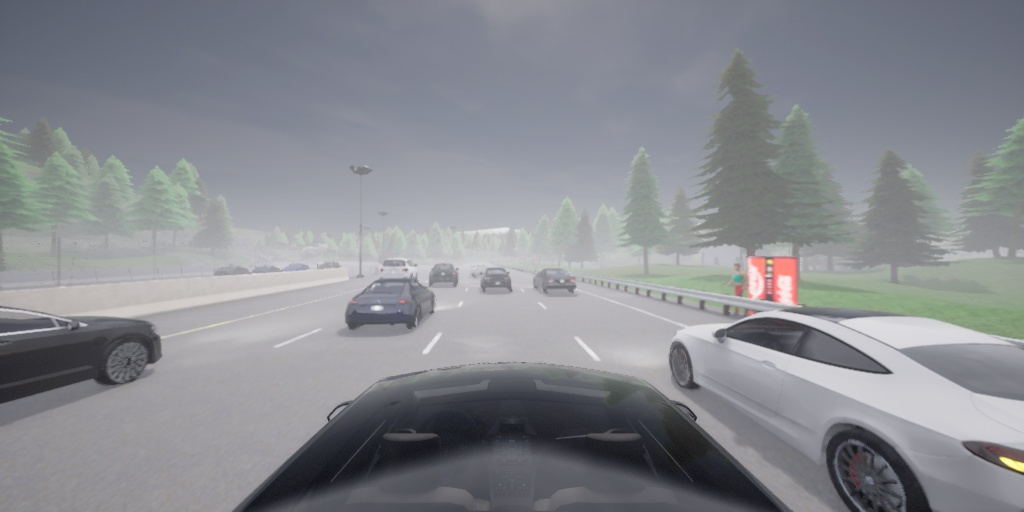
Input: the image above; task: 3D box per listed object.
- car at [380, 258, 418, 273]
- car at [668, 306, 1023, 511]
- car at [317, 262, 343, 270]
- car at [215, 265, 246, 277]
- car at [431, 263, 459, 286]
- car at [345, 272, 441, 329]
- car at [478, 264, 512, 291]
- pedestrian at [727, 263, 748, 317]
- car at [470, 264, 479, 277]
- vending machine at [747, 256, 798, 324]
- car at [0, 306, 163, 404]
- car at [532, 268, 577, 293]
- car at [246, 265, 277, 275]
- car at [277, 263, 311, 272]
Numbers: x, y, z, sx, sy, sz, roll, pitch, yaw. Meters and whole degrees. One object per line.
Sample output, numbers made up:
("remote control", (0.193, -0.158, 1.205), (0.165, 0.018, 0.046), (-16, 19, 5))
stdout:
("car", (-8.765, 1.202, 28.063), (2.150, 2.045, 5.566), (0, 0, -8))
("car", (3.485, 1.286, 3.947), (1.812, 1.442, 4.674), (0, 0, -1))
("car", (-22.336, 1.489, 44.042), (2.097, 1.767, 4.553), (0, 0, -13))
("car", (-32.590, 1.713, 41.802), (1.994, 1.385, 4.181), (0, -1, -13))
("car", (-5.252, 1.325, 28.099), (2.097, 1.767, 4.553), (0, 0, -7))
("car", (-3.758, 1.403, 11.742), (1.994, 1.385, 4.181), (0, 0, -3))
("car", (-1.087, 1.454, 23.346), (1.812, 1.442, 4.674), (0, 0, -6))
("pedestrian", (7.653, 1.109, 12.112), (0.375, 1.860, 0.375), (0, 0, -3))
("car", (-3.640, 1.596, 40.465), (1.812, 1.442, 4.674), (0, 0, -11))
("vending machine", (8.270, 1.004, 11.420), (1.100, 2.100, 0.880), (0, 0, -3))
("car", (-6.997, 1.278, 4.220), (2.128, 1.511, 4.902), (0, 0, -1))
("car", (2.503, 1.456, 22.237), (2.033, 1.411, 5.357), (0, 0, -6))
("car", (-29.214, 1.721, 42.755), (1.994, 1.385, 4.181), (0, -1, -13))
("car", (-25.660, 1.616, 42.836), (1.882, 1.535, 5.008), (0, -1, -12))
